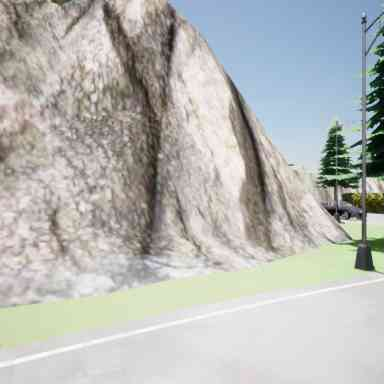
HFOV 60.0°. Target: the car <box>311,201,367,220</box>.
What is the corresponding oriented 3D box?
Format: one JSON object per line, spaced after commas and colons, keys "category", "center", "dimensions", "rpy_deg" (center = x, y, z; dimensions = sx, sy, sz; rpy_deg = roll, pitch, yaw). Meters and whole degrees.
{"category": "car", "center": [12.383, 1.491, 28.311], "dimensions": [2.128, 1.511, 4.902], "rpy_deg": [0, 0, -26]}
